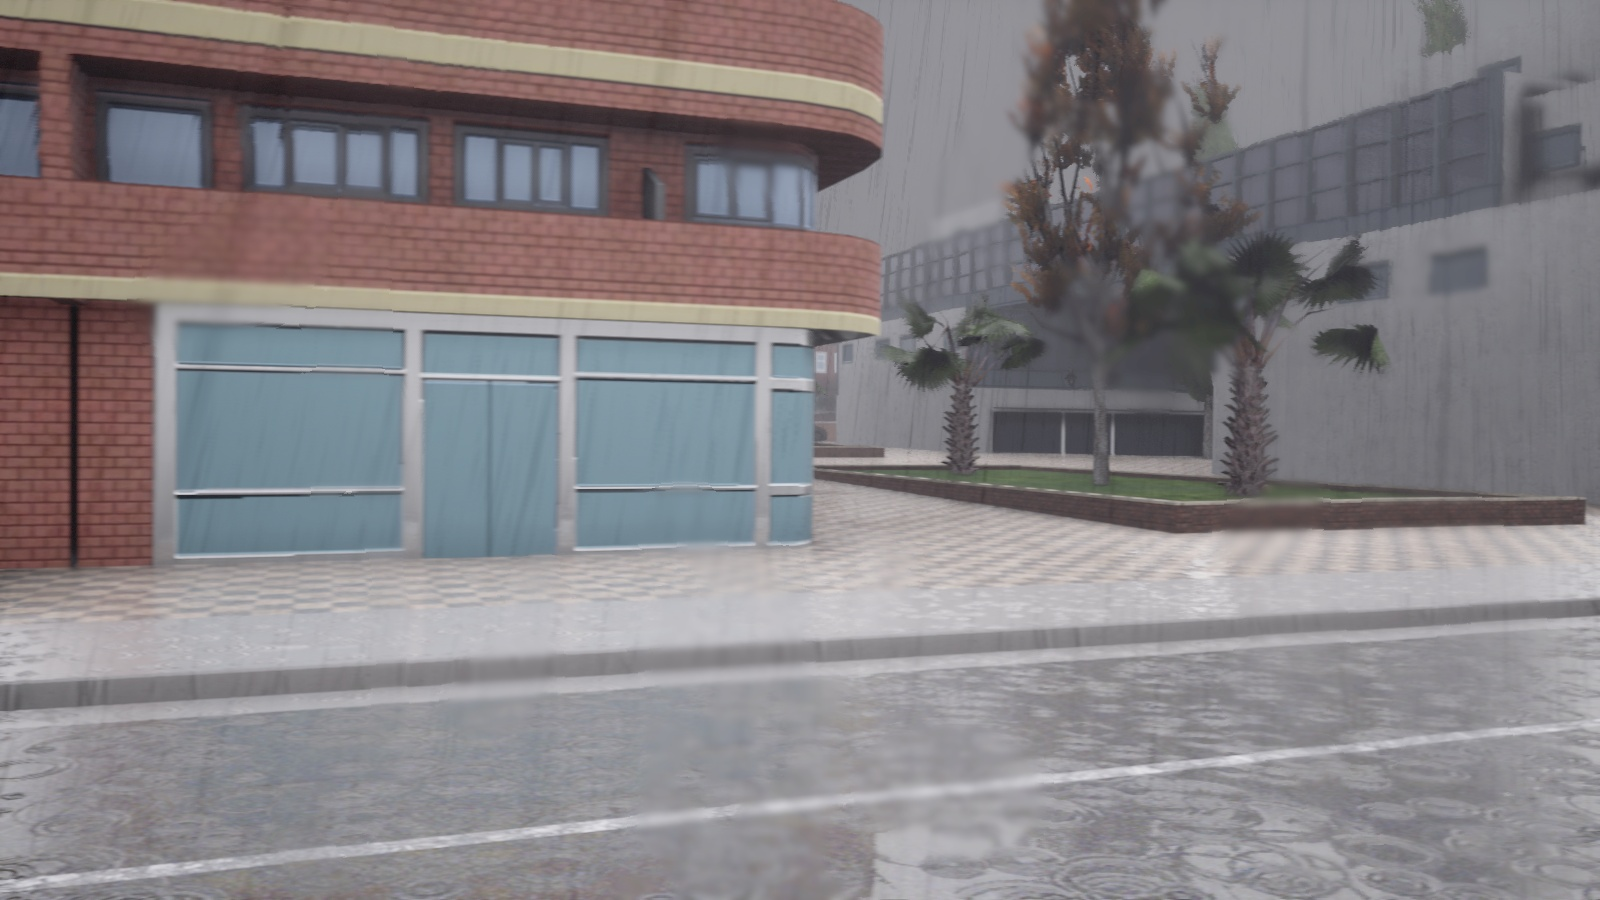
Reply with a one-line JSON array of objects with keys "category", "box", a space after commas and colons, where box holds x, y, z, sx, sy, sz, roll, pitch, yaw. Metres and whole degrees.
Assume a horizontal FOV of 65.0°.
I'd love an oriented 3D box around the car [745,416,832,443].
[{"category": "car", "box": [-0.652, -1.161, 71.677, 4.514, 1.525, 2.007, 0, 1, -21]}]
